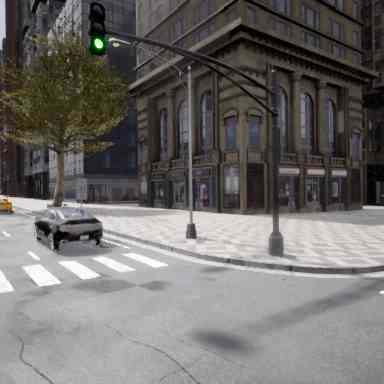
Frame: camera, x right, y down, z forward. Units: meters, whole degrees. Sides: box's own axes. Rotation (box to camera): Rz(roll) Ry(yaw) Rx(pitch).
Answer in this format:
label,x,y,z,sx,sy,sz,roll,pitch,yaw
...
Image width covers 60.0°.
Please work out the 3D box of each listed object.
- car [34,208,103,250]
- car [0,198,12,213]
label,x,y,z,sx,sy,sz,roll,pitch,yaw
car,-5.340,1.427,14.093,2.128,1.511,4.902,-1,1,-36
car,-19.979,1.350,34.530,1.882,1.535,5.008,-1,1,-36
